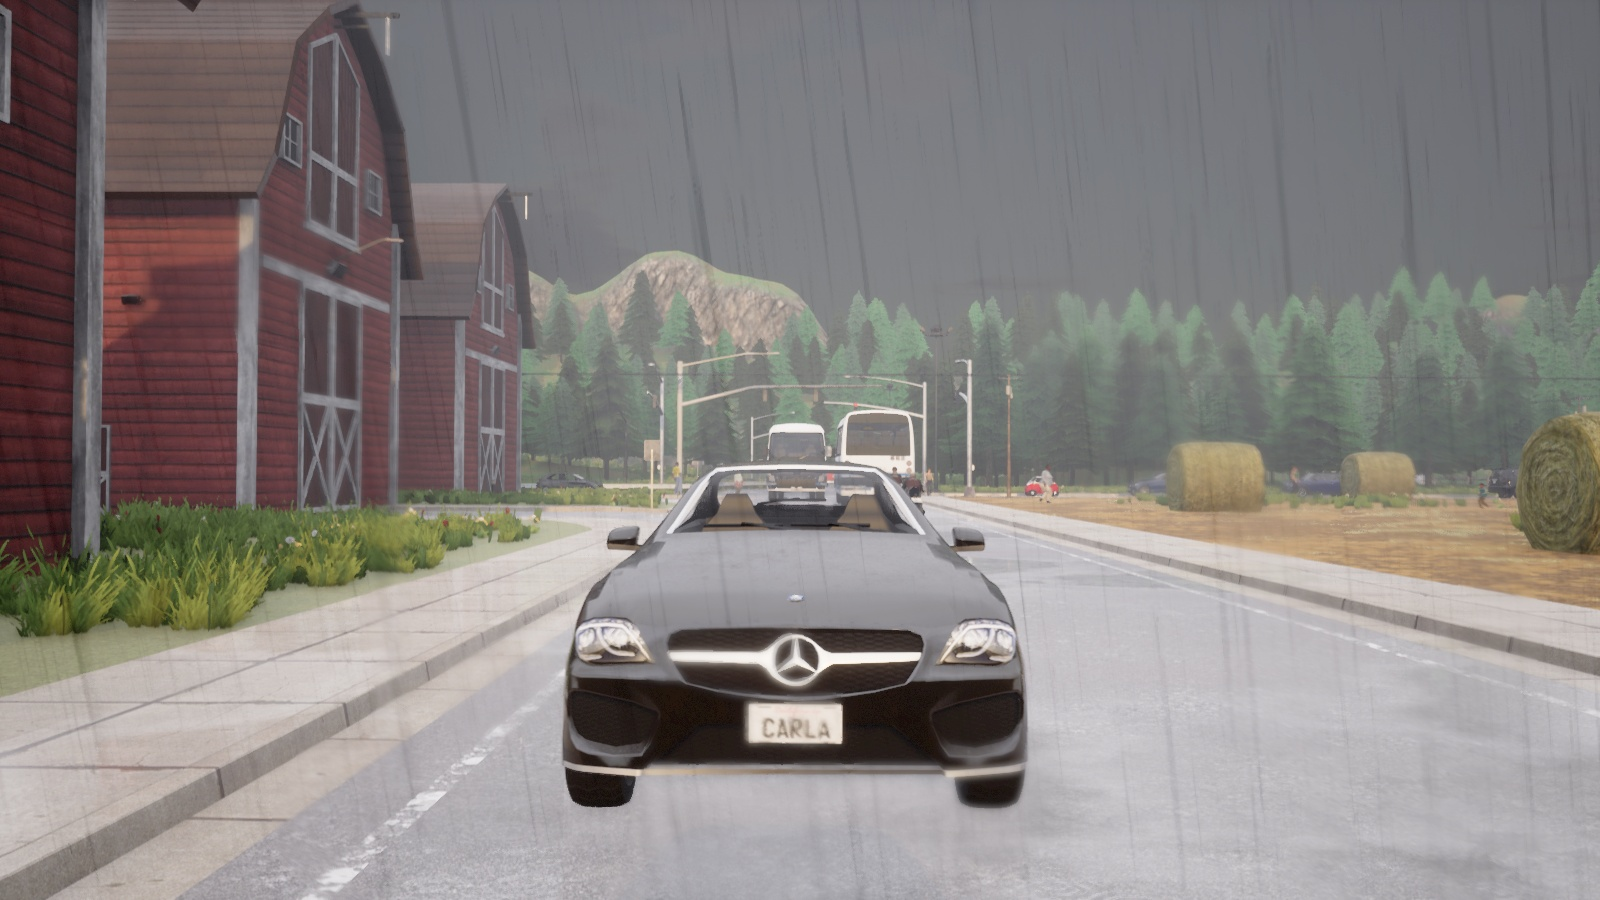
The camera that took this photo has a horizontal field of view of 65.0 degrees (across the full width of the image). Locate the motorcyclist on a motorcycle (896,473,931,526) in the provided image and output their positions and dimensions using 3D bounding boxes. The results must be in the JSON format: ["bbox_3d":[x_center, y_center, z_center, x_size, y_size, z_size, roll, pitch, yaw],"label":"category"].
[{"bbox_3d":[3.410,1.472,37.947,0.866,1.530,2.191,0,-1,0],"label":"motorcyclist on a motorcycle"}]

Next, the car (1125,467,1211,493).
[{"bbox_3d":[24.155,1.943,82.490,5.027,1.651,2.152,0,-1,1],"label":"car"}]

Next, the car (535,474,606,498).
[{"bbox_3d":[-14.528,2.283,79.589,4.193,1.474,1.816,0,-1,1],"label":"car"}]

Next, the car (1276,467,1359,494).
[{"bbox_3d":[33.914,1.981,82.336,4.553,1.767,2.097,0,-1,1],"label":"car"}]

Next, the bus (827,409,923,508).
[{"bbox_3d":[3.349,0.444,59.418,3.944,4.253,10.273,0,-1,0],"label":"bus"}]

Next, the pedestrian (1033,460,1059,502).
[{"bbox_3d":[10.962,1.383,55.874,0.900,1.855,0.874,-1,-1,30],"label":"pedestrian"}]

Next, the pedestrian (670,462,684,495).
[{"bbox_3d":[-6.842,1.590,69.745,0.706,1.836,0.354,1,-1,-38],"label":"pedestrian"}]

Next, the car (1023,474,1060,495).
[{"bbox_3d":[15.881,2.255,82.614,2.207,1.376,1.481,0,-1,1],"label":"car"}]

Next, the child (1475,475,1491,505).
[{"bbox_3d":[27.207,1.599,50.023,0.448,1.192,0.343,0,-1,-12],"label":"child"}]

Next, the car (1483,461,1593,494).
[{"bbox_3d":[46.188,1.729,78.649,5.566,2.045,2.150,0,-1,1],"label":"car"}]

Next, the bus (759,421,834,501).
[{"bbox_3d":[-0.181,0.671,71.584,3.944,4.253,10.273,0,-1,0],"label":"bus"}]

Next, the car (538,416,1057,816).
[{"bbox_3d":[-0.021,0.727,7.738,2.152,1.651,5.027,0,-1,0],"label":"car"}]
